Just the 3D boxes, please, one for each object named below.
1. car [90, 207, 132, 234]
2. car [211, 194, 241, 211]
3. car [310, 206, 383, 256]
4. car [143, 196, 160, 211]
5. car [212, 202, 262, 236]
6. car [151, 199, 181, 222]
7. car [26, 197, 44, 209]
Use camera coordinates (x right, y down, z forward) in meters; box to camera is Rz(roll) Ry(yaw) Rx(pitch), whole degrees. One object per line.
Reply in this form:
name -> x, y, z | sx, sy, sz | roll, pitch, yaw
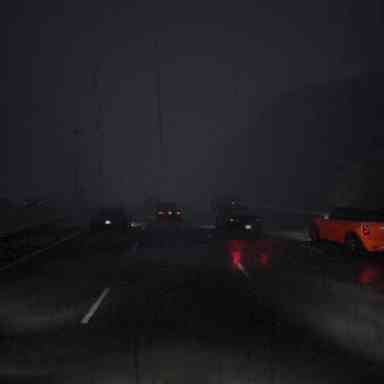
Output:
car -> -4.649, 1.559, 19.488 | 1.994, 1.385, 4.181 | 0, 0, -6
car -> 3.574, 1.194, 35.409 | 2.150, 2.045, 5.566 | 0, 0, -11
car -> 6.463, 1.334, 13.213 | 2.097, 1.767, 4.553 | 0, 0, -4
car -> -4.937, 1.333, 41.633 | 2.097, 1.767, 4.553 | 0, 0, -13
car -> 2.505, 1.511, 18.443 | 1.812, 1.442, 4.674 | 0, 0, -6
car -> -1.932, 1.534, 26.011 | 2.033, 1.411, 5.357 | 0, 0, -8
car -> -19.484, 1.354, 41.532 | 2.097, 1.767, 4.553 | 0, 0, -14
